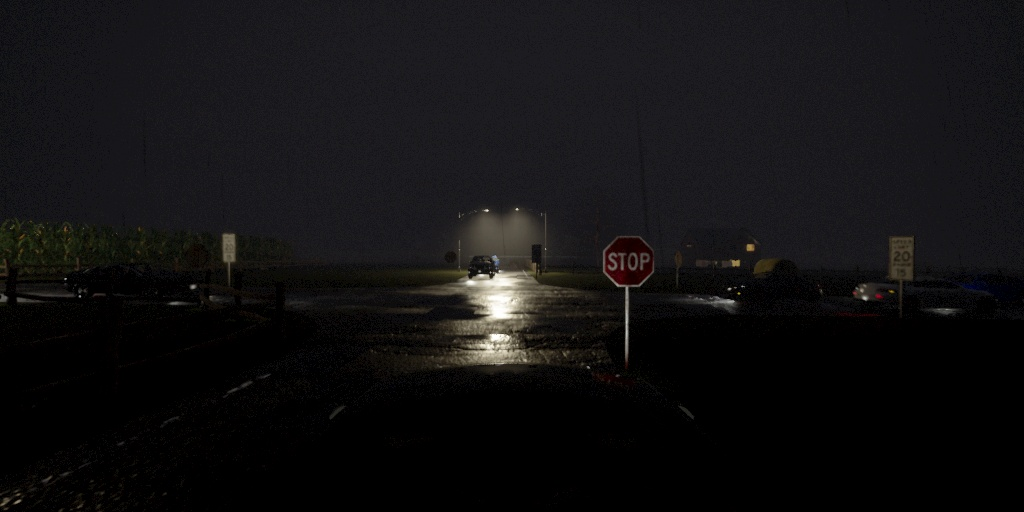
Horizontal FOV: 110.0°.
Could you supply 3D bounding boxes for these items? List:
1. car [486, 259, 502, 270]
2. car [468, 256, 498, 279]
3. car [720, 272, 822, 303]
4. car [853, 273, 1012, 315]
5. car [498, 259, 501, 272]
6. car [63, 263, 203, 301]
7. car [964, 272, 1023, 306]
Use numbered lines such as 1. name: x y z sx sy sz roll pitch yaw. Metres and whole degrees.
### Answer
1. car: -2.635 1.254 53.815 2.128 1.511 4.902 0 0 0
2. car: -2.732 0.979 33.325 2.150 2.045 5.566 0 0 0
3. car: 12.830 1.494 17.877 4.181 1.385 1.994 1 1 0
4. car: 17.048 1.555 14.926 4.674 1.442 1.812 1 1 1
5. car: -2.690 0.981 43.687 2.150 2.045 5.566 0 0 0
6. car: -16.330 1.050 15.617 4.902 1.511 2.128 1 1 0
7. car: 22.698 1.551 17.713 5.008 1.535 1.882 1 1 1
